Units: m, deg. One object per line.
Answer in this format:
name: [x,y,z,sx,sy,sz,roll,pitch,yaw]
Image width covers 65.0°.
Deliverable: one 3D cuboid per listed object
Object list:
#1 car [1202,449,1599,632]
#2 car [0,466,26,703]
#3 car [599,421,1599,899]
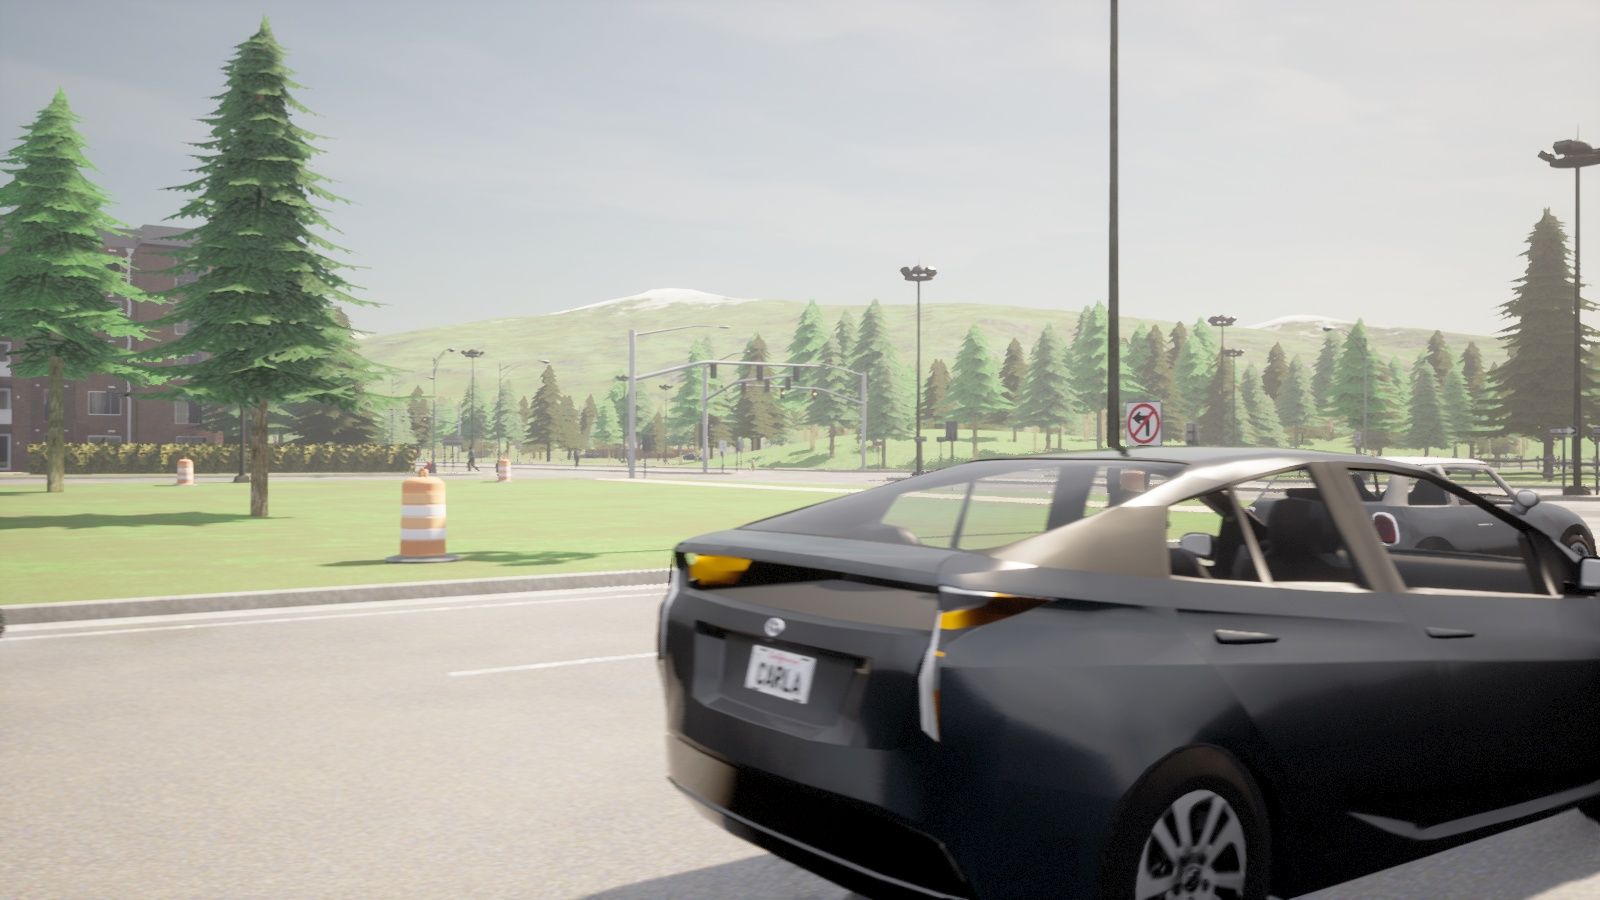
car: [5.892,0.733,12.024,3.806,1.475,1.970,0,0,-35]
car: [-7.501,0.824,6.966,5.357,1.411,2.033,0,0,-35]
car: [1.724,0.702,4.859,4.514,1.525,2.007,0,0,-35]
